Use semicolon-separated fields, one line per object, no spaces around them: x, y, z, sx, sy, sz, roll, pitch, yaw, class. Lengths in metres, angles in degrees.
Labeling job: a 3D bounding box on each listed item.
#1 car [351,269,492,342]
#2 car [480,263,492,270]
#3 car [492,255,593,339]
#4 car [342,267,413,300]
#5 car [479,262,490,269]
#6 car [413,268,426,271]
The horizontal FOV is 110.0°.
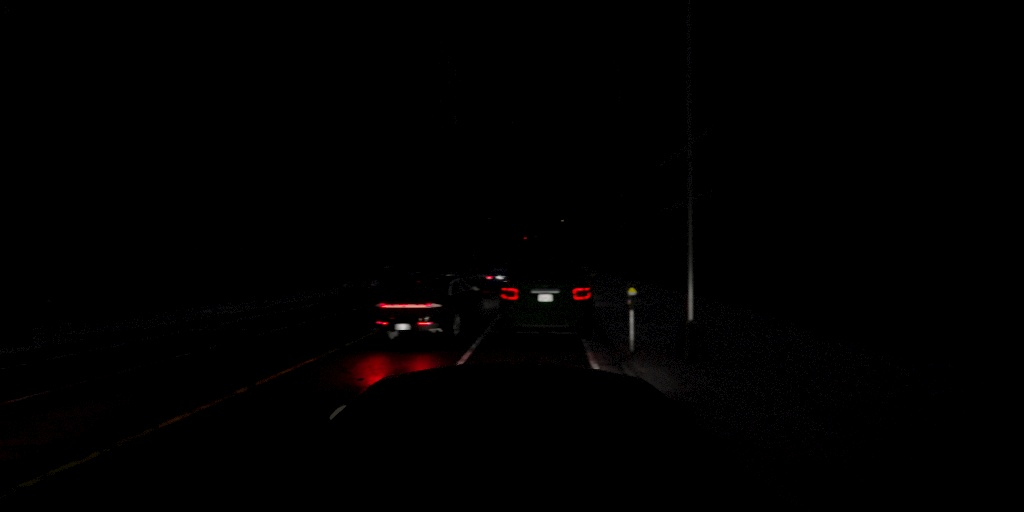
-2.069;1.292;9.990;2.128;1.511;4.902;-1;0;6;car
-0.593;1.386;24.600;2.033;1.411;5.357;-1;0;5;car
0.977;0.992;10.278;2.150;2.045;5.566;-1;0;6;car
-6.993;1.325;18.613;1.967;1.591;4.097;0;0;6;car
-3.644;1.502;51.960;1.888;1.381;4.507;0;0;6;car
-6.435;1.481;24.171;1.802;1.307;4.207;0;0;6;car
